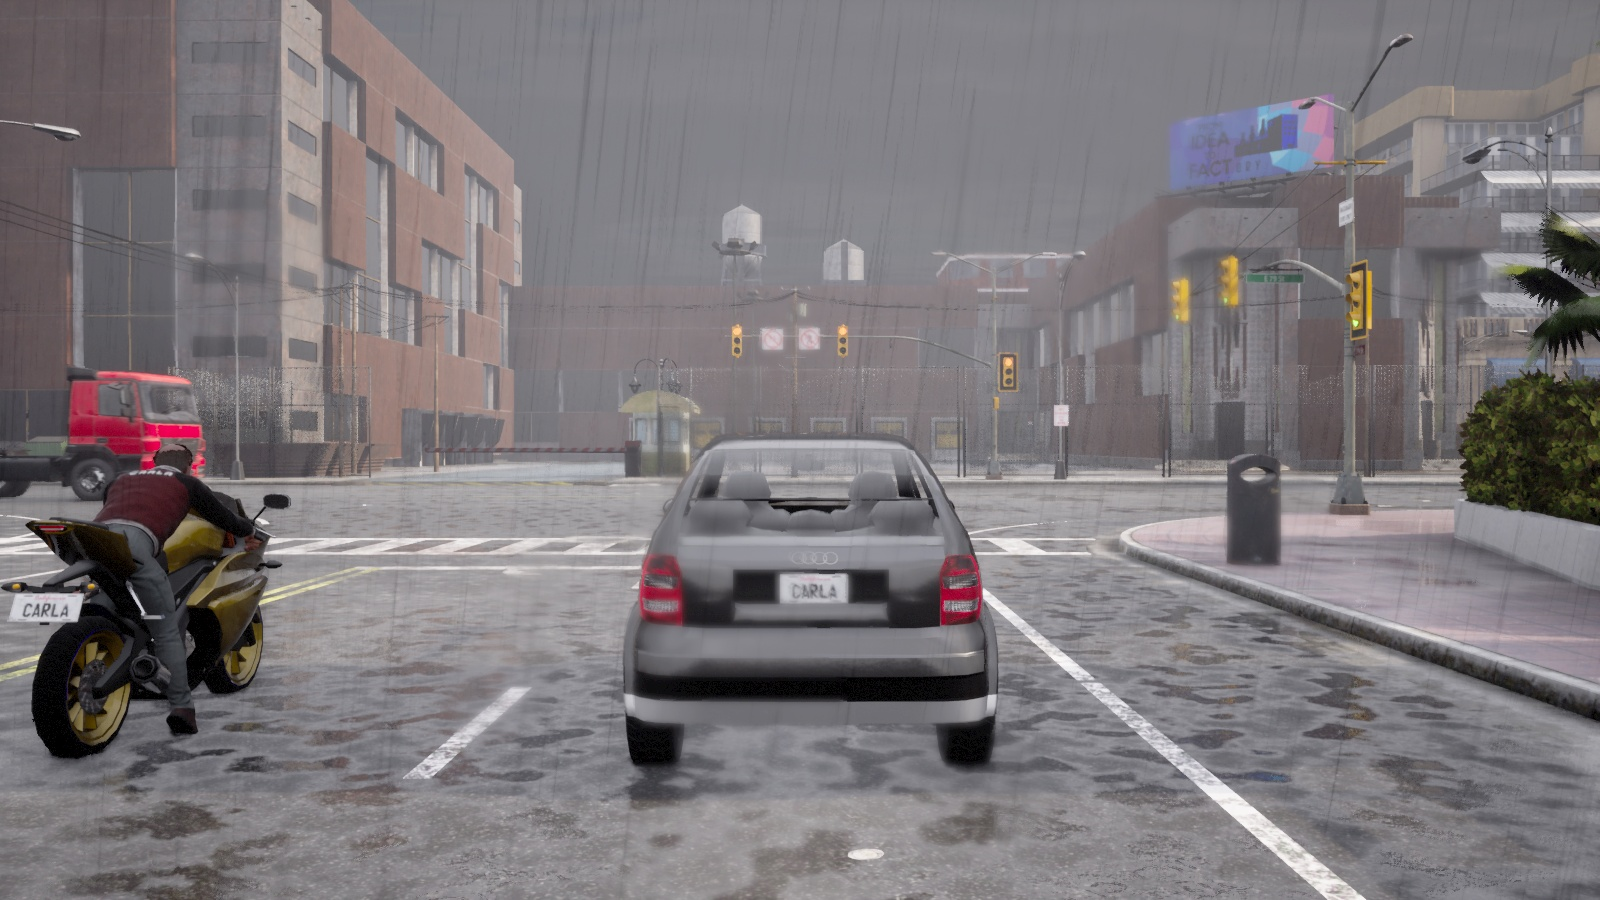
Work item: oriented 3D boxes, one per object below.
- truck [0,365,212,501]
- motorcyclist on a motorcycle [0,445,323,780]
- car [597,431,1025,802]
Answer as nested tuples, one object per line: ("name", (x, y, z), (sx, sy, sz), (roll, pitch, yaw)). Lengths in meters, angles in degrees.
("truck", (-20.287, -0.440, 33.427), (7.936, 3.462, 2.891), (0, 0, 1))
("motorcyclist on a motorcycle", (-3.454, 0.740, 6.842), (0.866, 1.530, 2.191), (0, 0, 0))
("car", (0.051, 0.685, 7.106), (1.789, 1.549, 3.705), (0, 0, 0))
